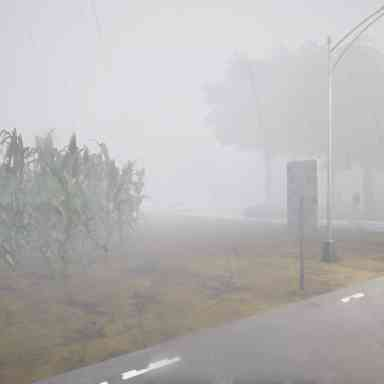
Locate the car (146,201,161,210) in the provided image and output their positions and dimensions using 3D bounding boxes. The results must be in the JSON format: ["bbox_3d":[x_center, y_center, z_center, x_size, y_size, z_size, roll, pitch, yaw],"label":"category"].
[{"bbox_3d":[-5.501,2.112,52.860,1.895,1.301,4.718,-1,0,-35],"label":"car"}]

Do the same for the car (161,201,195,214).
[{"bbox_3d":[-1.676,2.019,42.446,1.895,1.301,4.718,-1,0,-35],"label":"car"}]

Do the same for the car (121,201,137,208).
[{"bbox_3d":[-10.834,2.181,55.595,1.812,1.442,4.674,-1,0,-35],"label":"car"}]

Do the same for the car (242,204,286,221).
[{"bbox_3d":[6.598,1.821,30.694,1.994,1.385,4.181,-1,0,-35],"label":"car"}]
